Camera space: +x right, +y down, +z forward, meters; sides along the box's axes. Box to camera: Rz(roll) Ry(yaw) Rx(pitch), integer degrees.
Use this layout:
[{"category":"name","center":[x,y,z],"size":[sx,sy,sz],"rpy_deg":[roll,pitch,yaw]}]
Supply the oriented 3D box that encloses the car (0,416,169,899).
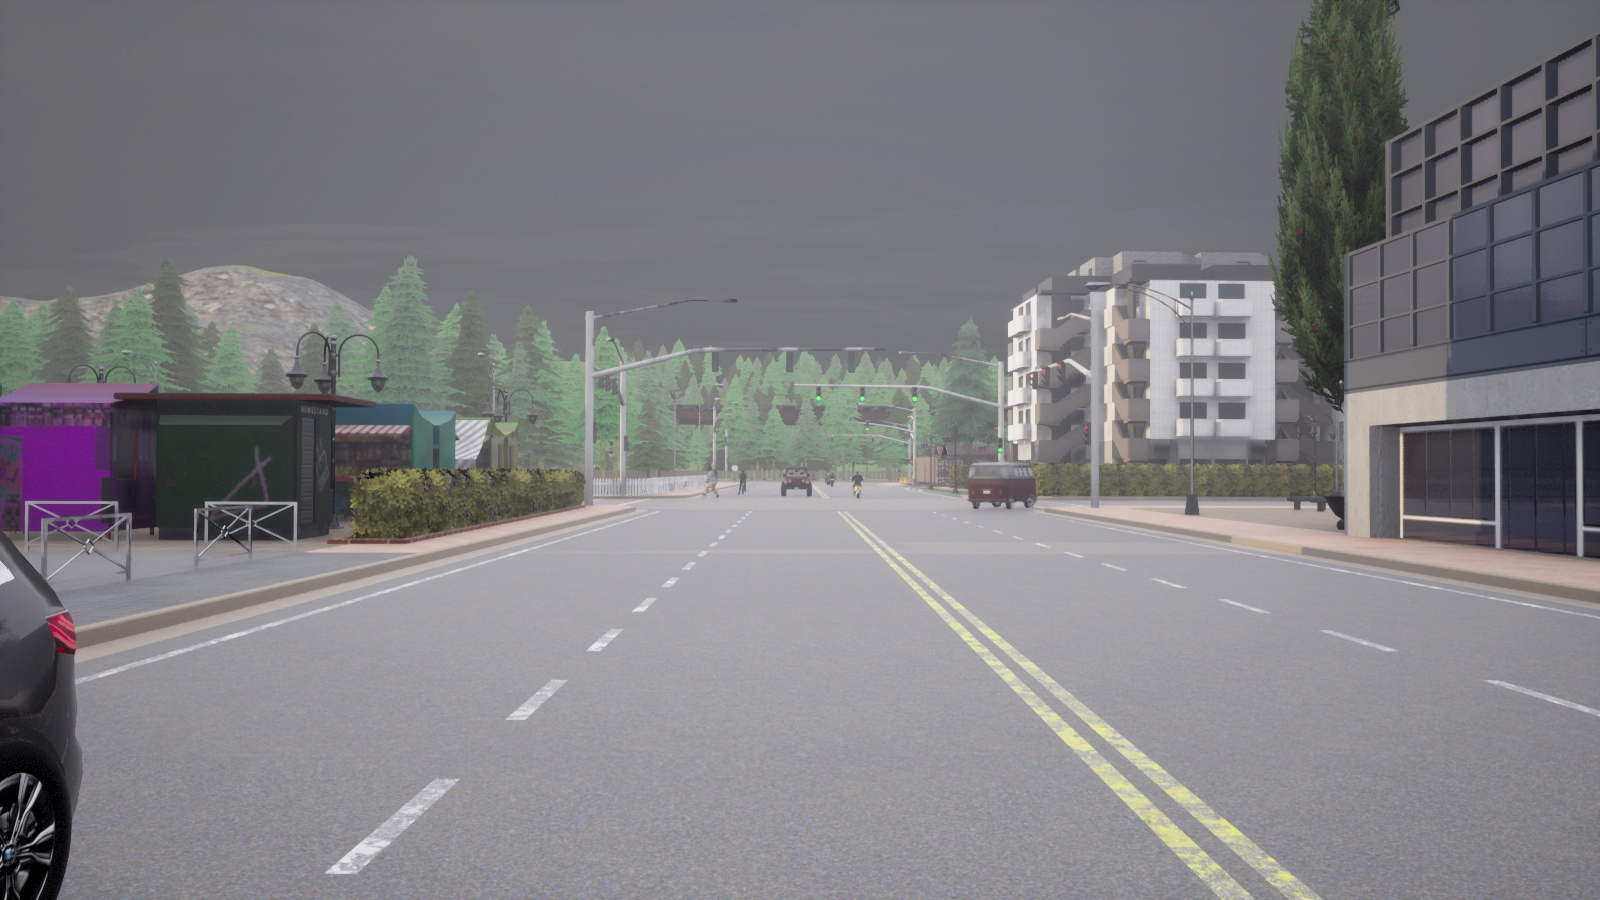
[{"category":"car","center":[-3.507,0.714,2.453],"size":[2.242,1.667,4.611],"rpy_deg":[0,-1,0]}]

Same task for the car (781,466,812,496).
[{"category":"car","center":[-0.200,1.932,78.718],"size":[1.905,1.878,3.866],"rpy_deg":[0,-1,0]}]

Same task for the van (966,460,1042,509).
[{"category":"van","center":[8.690,1.426,53.247],"size":[1.775,1.987,4.442],"rpy_deg":[-1,-1,29]}]

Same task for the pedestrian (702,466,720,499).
[{"category":"pedestrian","center":[-5.035,1.825,71.055],"size":[0.900,1.855,0.874],"rpy_deg":[0,-1,2]}]
